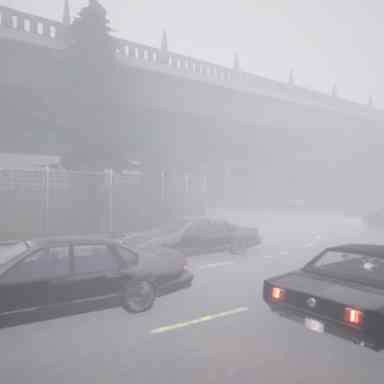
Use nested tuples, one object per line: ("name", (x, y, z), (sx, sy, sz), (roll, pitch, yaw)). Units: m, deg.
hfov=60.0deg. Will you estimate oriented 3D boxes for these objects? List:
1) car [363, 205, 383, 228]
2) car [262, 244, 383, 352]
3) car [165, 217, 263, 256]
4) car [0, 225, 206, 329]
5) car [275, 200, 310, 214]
("car", (12.763, 1.759, 21.235), (1.895, 1.301, 4.718), (0, 0, 5))
("car", (3.541, 1.646, 6.112), (4.718, 1.301, 1.895), (0, 0, -37))
("car", (0.107, 1.617, 12.049), (5.357, 1.411, 2.033), (0, 0, -32))
("car", (-2.566, 1.576, 6.250), (5.357, 1.411, 2.033), (0, 0, -32))
("car", (11.800, 1.765, 39.459), (1.837, 1.490, 4.892), (0, 0, -23))
